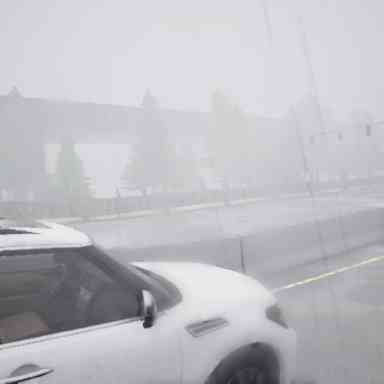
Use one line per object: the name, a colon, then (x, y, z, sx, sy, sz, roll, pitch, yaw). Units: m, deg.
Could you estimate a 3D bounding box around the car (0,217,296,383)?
car: (-1.604, 1.219, 2.614, 5.566, 2.045, 2.150, 0, 0, -35)
